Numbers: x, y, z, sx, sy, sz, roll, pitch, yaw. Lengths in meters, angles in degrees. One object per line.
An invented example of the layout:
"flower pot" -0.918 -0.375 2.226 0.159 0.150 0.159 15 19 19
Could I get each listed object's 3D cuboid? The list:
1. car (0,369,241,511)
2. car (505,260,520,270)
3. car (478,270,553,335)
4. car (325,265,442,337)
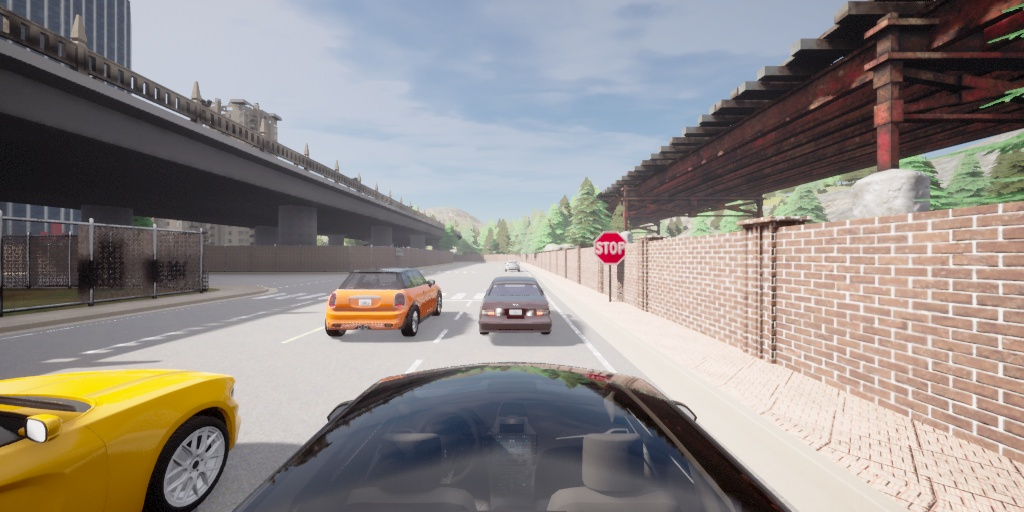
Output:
"car" -3.398 1.228 1.213 1.882 1.535 5.008 0 0 0
"car" 0.059 1.276 46.357 1.812 1.442 4.674 0 0 -1
"car" 0.077 1.297 10.494 2.033 1.411 5.357 0 0 0
"car" -3.425 1.102 10.471 2.097 1.767 4.553 0 0 0
